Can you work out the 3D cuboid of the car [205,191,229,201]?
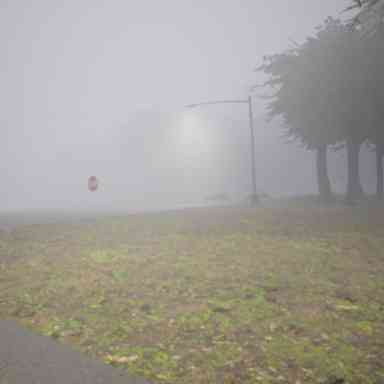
[{"bbox_3d":[3.822,0.622,50.945,1.882,1.535,5.008,-3,0,34],"label":"car"}]

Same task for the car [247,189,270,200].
[{"bbox_3d":[9.317,0.334,46.590,1.994,1.385,4.181,-3,-1,34],"label":"car"}]
